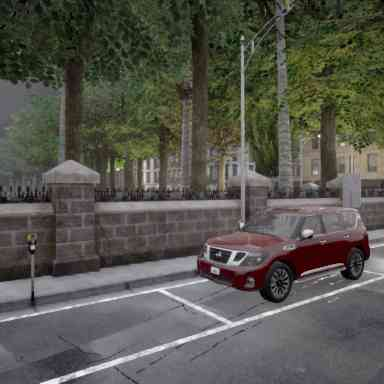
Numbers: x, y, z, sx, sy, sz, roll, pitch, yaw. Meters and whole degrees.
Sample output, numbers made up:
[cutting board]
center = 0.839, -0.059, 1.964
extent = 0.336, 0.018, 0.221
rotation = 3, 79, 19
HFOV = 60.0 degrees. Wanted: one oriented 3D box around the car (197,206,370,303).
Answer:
[car]
center = 2.516, 1.314, 8.384
extent = 5.009, 1.841, 2.192
rotation = 0, 0, -36
